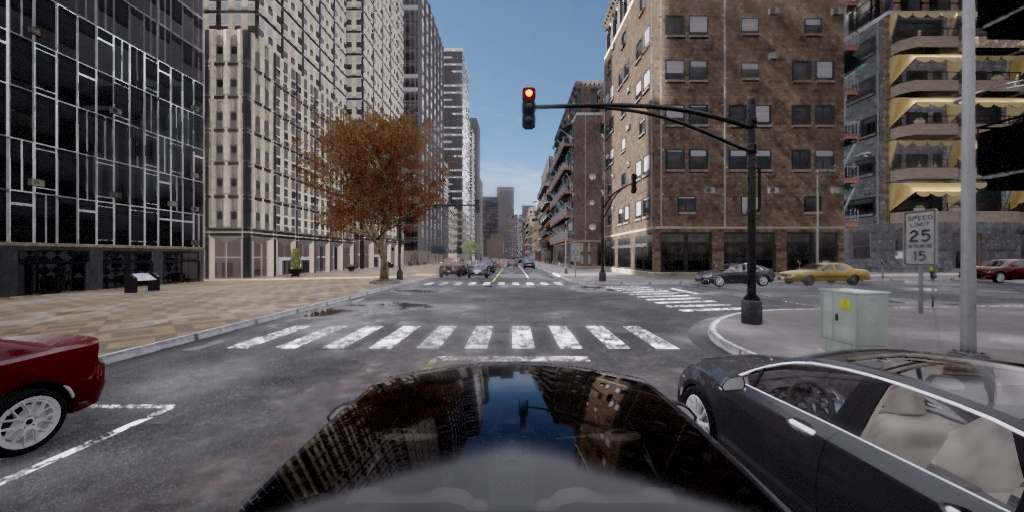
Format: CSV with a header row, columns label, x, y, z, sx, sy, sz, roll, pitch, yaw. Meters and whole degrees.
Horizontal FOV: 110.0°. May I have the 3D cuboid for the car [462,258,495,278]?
label,x,y,z,sx,sy,sz,roll,pitch,yaw
car,-3.096,1.255,34.198,2.128,1.511,4.902,0,0,0

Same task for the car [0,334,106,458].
label,x,y,z,sx,sy,sz,roll,pitch,yaw
car,-5.692,1.295,2.321,1.888,1.381,4.507,0,0,0

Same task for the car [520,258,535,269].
label,x,y,z,sx,sy,sz,roll,pitch,yaw
car,2.698,1.349,56.798,1.948,1.339,4.313,0,0,0

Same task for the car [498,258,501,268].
label,x,y,z,sx,sy,sz,roll,pitch,yaw
car,-3.086,1.380,53.088,1.895,1.301,4.718,0,0,0

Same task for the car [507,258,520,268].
label,x,y,z,sx,sy,sz,roll,pitch,yaw
car,0.111,1.284,64.089,2.128,1.511,4.902,0,0,0

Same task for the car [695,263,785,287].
label,x,y,z,sx,sy,sz,roll,pitch,yaw
car,13.437,1.095,21.734,4.403,1.370,2.007,0,0,-1

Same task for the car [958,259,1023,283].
label,x,y,z,sx,sy,sz,roll,pitch,yaw
car,30.139,0.859,21.901,4.507,1.381,1.888,0,0,-1

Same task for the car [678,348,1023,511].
label,x,y,z,sx,sy,sz,roll,pitch,yaw
car,2.689,1.300,2.319,2.007,1.370,4.403,0,0,0

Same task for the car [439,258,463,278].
label,x,y,z,sx,sy,sz,roll,pitch,yaw
car,-5.687,1.079,34.708,2.192,1.841,5.009,0,0,0

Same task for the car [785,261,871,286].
label,x,y,z,sx,sy,sz,roll,pitch,yaw
car,18.834,0.993,21.788,4.829,1.417,1.751,0,0,-1

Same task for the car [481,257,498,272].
label,x,y,z,sx,sy,sz,roll,pitch,yaw
car,-3.092,1.123,43.370,2.097,1.767,4.553,0,0,0
